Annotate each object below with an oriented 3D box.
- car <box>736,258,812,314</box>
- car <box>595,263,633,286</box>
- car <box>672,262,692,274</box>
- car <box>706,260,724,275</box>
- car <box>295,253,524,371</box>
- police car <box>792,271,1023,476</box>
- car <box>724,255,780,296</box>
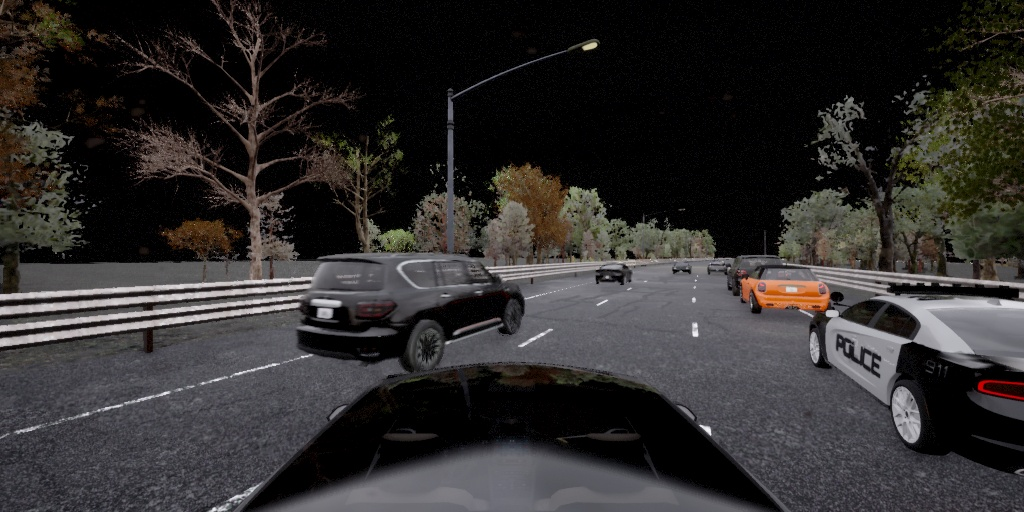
[{"bbox_3d":[9.951,1.102,13.423,2.097,1.767,4.553,0,0,27],"label":"car"},{"bbox_3d":[7.442,1.232,25.888,1.882,1.535,5.008,0,0,28],"label":"car"},{"bbox_3d":[19.393,1.369,40.789,1.895,1.301,4.718,0,0,29],"label":"car"},{"bbox_3d":[22.503,1.261,39.304,2.128,1.511,4.902,0,0,29],"label":"car"},{"bbox_3d":[-1.673,0.970,7.879,2.150,2.045,5.566,0,0,26],"label":"car"},{"bbox_3d":[5.614,1.175,4.707,1.930,1.638,5.238,0,0,26],"label":"police car"},{"bbox_3d":[12.671,0.978,18.754,2.150,2.045,5.566,0,0,27],"label":"car"}]
